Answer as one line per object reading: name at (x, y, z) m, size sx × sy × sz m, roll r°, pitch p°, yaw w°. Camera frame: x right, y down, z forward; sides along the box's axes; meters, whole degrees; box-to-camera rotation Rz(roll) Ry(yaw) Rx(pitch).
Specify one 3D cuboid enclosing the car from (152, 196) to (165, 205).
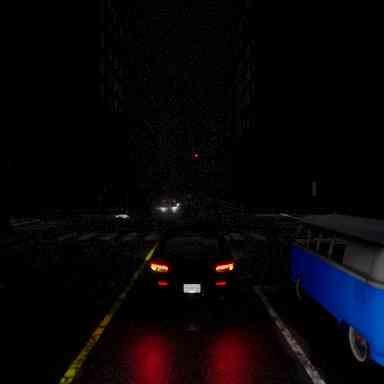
car at (-6.092, 1.530, 61.114) m, size 2.008 × 1.369 × 4.403 m, roll 0°, pitch 0°, yaw -1°

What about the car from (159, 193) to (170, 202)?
car at (-6.316, 1.278, 77.690) m, size 2.192 × 1.841 × 5.009 m, roll 0°, pitch 0°, yaw -1°

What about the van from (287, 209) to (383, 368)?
van at (2.855, 1.341, 5.463) m, size 1.690 × 1.788 × 3.998 m, roll 0°, pitch 0°, yaw 0°

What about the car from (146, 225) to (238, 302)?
car at (0.001, 1.525, 8.141) m, size 1.812 × 1.442 × 4.674 m, roll 0°, pitch 0°, yaw 0°

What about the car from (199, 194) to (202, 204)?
car at (2.582, 1.427, 50.177) m, size 1.967 × 1.590 × 4.097 m, roll 0°, pitch 0°, yaw -1°

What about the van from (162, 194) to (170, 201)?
van at (-6.388, 1.298, 83.214) m, size 1.690 × 1.788 × 3.998 m, roll 0°, pitch 0°, yaw -1°

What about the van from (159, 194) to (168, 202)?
van at (-6.241, 1.310, 72.164) m, size 1.690 × 1.788 × 3.998 m, roll 0°, pitch 0°, yaw -1°

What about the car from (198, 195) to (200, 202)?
car at (2.508, 1.534, 55.703) m, size 2.008 × 1.369 × 4.403 m, roll 0°, pitch 0°, yaw -1°

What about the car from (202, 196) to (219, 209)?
car at (2.655, 1.515, 44.822) m, size 1.752 × 1.417 × 4.829 m, roll 0°, pitch 0°, yaw -1°

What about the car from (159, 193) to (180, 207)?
car at (-3.369, 1.338, 50.468) m, size 2.097 × 1.767 × 4.553 m, roll 0°, pitch 0°, yaw -1°

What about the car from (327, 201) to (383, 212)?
car at (14.609, 1.517, 28.845) m, size 4.674 × 1.442 × 1.812 m, roll 0°, pitch 0°, yaw -3°

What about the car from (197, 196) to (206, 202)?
car at (2.209, 1.545, 77.805) m, size 1.802 × 1.307 × 4.206 m, roll 0°, pitch 0°, yaw -1°

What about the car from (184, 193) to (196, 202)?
car at (-0.600, 1.560, 74.209) m, size 1.895 × 1.301 × 4.718 m, roll 0°, pitch 0°, yaw -1°

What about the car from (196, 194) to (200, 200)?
car at (2.358, 1.519, 66.755) m, size 1.887 × 1.381 × 4.507 m, roll 0°, pitch 0°, yaw -1°

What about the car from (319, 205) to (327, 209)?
car at (14.424, 1.583, 32.096) m, size 4.718 × 1.301 × 1.895 m, roll 0°, pitch 0°, yaw 2°

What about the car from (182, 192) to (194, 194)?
car at (-0.734, 1.075, 84.209) m, size 2.150 × 2.045 × 5.566 m, roll 0°, pitch 0°, yaw -1°

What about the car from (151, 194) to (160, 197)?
car at (-6.017, 1.299, 55.588) m, size 2.192 × 1.841 × 5.009 m, roll 0°, pitch 0°, yaw -1°

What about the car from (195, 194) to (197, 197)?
car at (2.284, 1.520, 72.279) m, size 2.008 × 1.369 × 4.403 m, roll 0°, pitch 0°, yaw -1°

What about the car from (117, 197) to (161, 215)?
car at (-5.650, 1.547, 34.345) m, size 1.994 × 1.385 × 4.181 m, roll 0°, pitch 0°, yaw 37°
